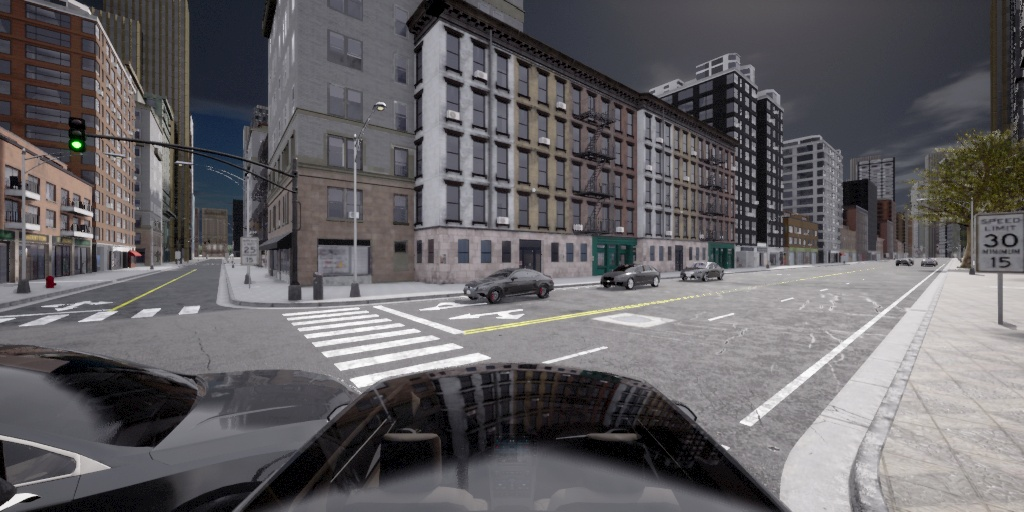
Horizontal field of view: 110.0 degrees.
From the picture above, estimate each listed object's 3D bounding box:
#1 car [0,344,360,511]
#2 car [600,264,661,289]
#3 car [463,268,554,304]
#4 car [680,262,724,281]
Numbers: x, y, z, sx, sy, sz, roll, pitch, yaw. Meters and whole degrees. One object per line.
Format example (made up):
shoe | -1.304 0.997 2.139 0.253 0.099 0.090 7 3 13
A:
car | -3.222 1.257 1.776 4.892 1.490 1.837 0 0 -35
car | 7.652 1.258 22.972 4.892 1.490 1.837 0 0 -39
car | -0.039 1.287 16.748 4.674 1.442 1.812 0 0 -39
car | 15.662 1.236 29.443 4.902 1.511 2.128 0 0 -39
